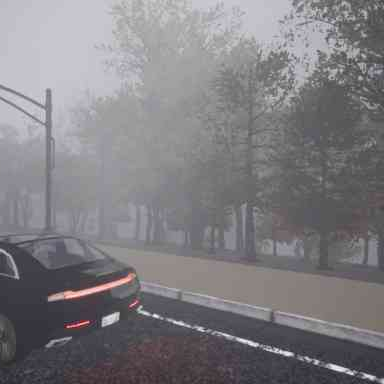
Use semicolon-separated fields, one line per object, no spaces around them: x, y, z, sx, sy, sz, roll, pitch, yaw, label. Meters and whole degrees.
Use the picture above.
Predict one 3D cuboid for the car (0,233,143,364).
-3.061;1.491;5.868;4.902;1.511;2.128;0;0;36;car
